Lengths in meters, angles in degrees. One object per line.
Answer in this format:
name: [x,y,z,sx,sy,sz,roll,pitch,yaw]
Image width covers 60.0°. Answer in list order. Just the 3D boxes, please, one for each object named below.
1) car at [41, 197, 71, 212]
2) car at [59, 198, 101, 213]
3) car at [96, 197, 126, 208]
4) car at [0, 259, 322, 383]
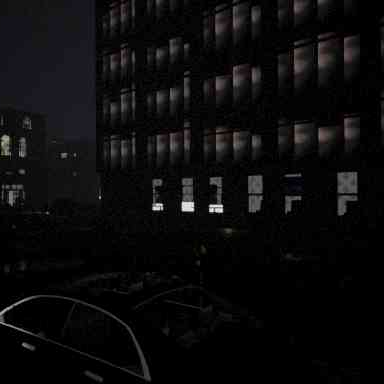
car: [-16.374,1.489,41.397,2.097,1.767,4.553,0,-1,37]
car: [-12.177,1.683,37.276,1.802,1.307,4.206,-1,-1,36]
car: [-12.395,1.643,51.182,1.967,1.590,4.097,-1,-1,36]
car: [-0.961,1.551,3.562,4.403,1.369,2.008,0,0,35]
